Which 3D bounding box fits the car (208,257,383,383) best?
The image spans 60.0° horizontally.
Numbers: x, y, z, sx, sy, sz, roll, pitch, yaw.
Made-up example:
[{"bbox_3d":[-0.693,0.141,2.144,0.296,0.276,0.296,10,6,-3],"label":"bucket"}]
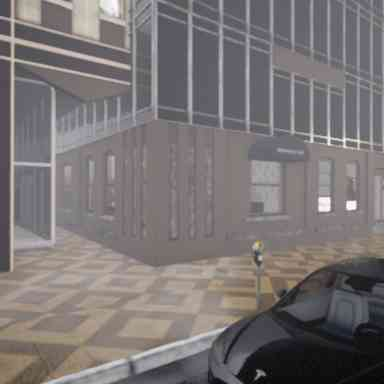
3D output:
[{"bbox_3d":[2.195,1.573,3.992,4.313,1.339,1.947,0,0,-35],"label":"car"}]
